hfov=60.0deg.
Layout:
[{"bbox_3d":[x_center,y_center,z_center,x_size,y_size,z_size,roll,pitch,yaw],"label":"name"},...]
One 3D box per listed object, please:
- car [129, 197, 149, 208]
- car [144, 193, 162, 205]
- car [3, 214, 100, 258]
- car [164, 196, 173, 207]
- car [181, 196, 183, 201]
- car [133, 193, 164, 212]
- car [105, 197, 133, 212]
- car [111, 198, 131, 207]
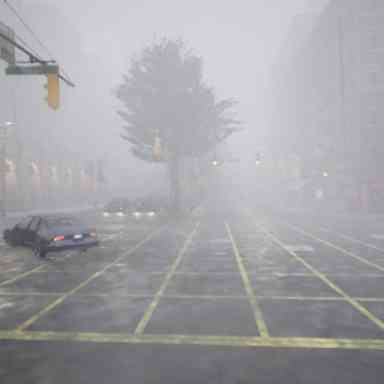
[{"bbox_3d":[-7.735,1.506,49.211,1.837,1.490,4.892,0,0,4],"label":"car"},{"bbox_3d":[-6.947,1.207,59.869,2.150,2.045,5.566,0,0,4],"label":"car"},{"bbox_3d":[-5.665,1.570,13.064,5.357,1.411,2.033,0,0,45],"label":"car"},{"bbox_3d":[-4.356,1.333,47.743,2.097,1.767,4.553,0,0,5],"label":"car"},{"bbox_3d":[-2.871,1.431,67.559,1.882,1.535,5.008,0,0,4],"label":"car"},{"bbox_3d":[-5.052,1.346,38.996,2.097,1.767,4.553,0,0,4],"label":"car"},{"bbox_3d":[-8.553,1.368,39.065,2.097,1.767,4.553,0,0,4],"label":"car"},{"bbox_3d":[-10.842,1.613,51.173,1.895,1.301,4.718,0,0,4],"label":"car"}]
